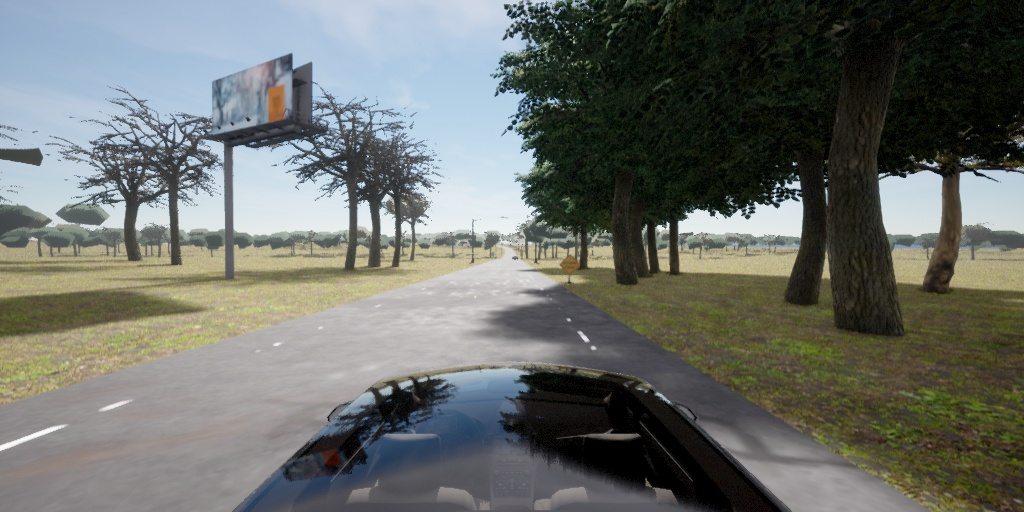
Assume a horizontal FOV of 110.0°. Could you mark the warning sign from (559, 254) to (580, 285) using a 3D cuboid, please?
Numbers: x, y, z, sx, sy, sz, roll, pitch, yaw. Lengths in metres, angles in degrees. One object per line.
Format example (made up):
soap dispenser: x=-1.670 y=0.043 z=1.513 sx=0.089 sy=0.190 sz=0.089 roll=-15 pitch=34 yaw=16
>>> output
warning sign: x=3.550 y=0.823 z=22.277 sx=1.300 sy=1.860 sz=1.060 roll=0 pitch=0 yaw=0
